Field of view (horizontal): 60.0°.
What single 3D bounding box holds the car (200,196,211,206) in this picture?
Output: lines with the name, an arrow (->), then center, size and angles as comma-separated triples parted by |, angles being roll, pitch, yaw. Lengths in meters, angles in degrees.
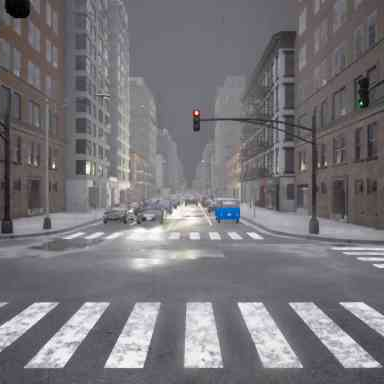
car -> 2.551, 1.577, 47.700 | 1.802, 1.307, 4.206 | 0, 0, 0

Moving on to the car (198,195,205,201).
car -> 2.480, 1.532, 87.469 | 1.947, 1.339, 4.313 | 0, 0, 0

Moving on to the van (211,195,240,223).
van -> 2.591, 1.340, 24.975 | 1.690, 1.788, 3.998 | 0, 0, 0

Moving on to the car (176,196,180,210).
car -> -2.925, 1.560, 43.173 | 1.994, 1.385, 4.181 | 0, 0, 0

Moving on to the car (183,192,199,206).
car -> -0.100, 1.341, 55.069 | 2.097, 1.767, 4.553 | 0, 0, 0

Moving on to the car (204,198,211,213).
car -> 2.571, 1.580, 36.337 | 1.802, 1.307, 4.206 | 0, 0, 0

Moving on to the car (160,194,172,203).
car -> -5.515, 1.293, 70.406 | 2.192, 1.841, 5.009 | 0, 0, 0

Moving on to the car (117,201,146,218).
car -> -5.444, 1.543, 30.633 | 1.887, 1.381, 4.507 | 0, 0, 0

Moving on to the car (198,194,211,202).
car -> 2.541, 1.306, 53.381 | 2.192, 1.841, 5.009 | 0, 0, 0

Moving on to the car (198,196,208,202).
car -> 2.500, 1.525, 76.106 | 2.008, 1.369, 4.403 | 0, 0, 0

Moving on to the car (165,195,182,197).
car -> -2.902, 1.555, 53.195 | 1.994, 1.385, 4.181 | 0, 0, 1

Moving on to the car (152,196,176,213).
car -> -2.912, 1.476, 33.947 | 1.882, 1.535, 5.008 | 0, 0, 0

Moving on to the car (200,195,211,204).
car -> 2.520, 1.422, 64.744 | 1.967, 1.590, 4.097 | 0, 0, 0

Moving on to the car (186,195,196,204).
car -> -0.118, 1.460, 65.102 | 1.882, 1.535, 5.008 | 0, 0, 0

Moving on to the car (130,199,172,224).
car -> -2.882, 1.491, 24.504 | 2.128, 1.511, 4.902 | 0, 0, -1

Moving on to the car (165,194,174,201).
car -> -5.535, 1.410, 81.770 | 1.967, 1.590, 4.097 | 0, 0, 0

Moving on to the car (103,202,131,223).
car -> -5.434, 1.550, 24.952 | 2.008, 1.369, 4.403 | 0, 0, 0
